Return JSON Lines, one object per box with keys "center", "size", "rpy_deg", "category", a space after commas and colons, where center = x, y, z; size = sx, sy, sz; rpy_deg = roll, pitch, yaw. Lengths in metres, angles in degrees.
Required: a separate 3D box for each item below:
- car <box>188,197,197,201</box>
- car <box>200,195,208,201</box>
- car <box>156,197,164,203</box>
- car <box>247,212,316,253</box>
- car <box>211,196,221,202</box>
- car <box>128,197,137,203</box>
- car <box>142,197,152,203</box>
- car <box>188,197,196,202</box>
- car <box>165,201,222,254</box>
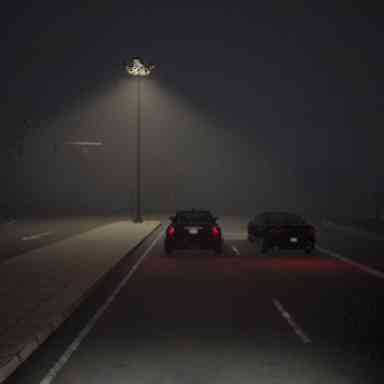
{"center": [0.016, 1.857, 61.825], "size": [1.882, 1.535, 5.008], "rpy_deg": [0, 0, 0], "category": "car"}
{"center": [3.525, 2.115, 92.850], "size": [1.994, 1.385, 4.181], "rpy_deg": [0, 0, 0], "category": "car"}
{"center": [-7.978, 2.073, 84.953], "size": [1.994, 1.385, 4.181], "rpy_deg": [0, 0, 0], "category": "car"}
{"center": [3.568, 1.565, 14.079], "size": [1.882, 1.535, 5.008], "rpy_deg": [0, -1, 0], "category": "car"}
{"center": [7.024, 1.917, 92.820], "size": [2.097, 1.767, 4.553], "rpy_deg": [0, 0, 0], "category": "car"}
{"center": [-14.978, 2.073, 84.961], "size": [1.994, 1.385, 4.181], "rpy_deg": [0, 0, 0], "category": "car"}
{"center": [-11.478, 1.999, 84.954], "size": [1.882, 1.535, 5.008], "rpy_deg": [0, 0, 0], "category": "car"}
{"center": [0.024, 2.083, 92.434], "size": [2.128, 1.511, 4.902], "rpy_deg": [0, 0, 0], "category": "car"}
{"center": [0.068, 1.439, 14.018], "size": [2.097, 1.767, 4.553], "rpy_deg": [0, 0, 0], "category": "car"}
